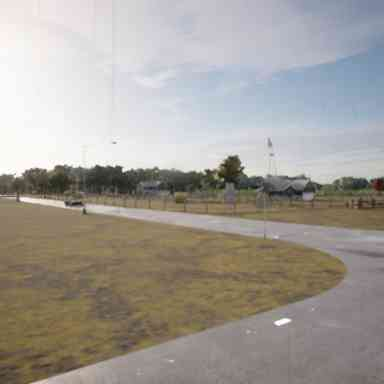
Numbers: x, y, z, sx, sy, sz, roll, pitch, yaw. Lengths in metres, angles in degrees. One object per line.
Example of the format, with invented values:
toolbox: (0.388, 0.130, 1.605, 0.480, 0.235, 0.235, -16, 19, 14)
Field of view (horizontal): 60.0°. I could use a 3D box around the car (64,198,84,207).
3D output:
car: (-17.920, 1.594, 50.521, 1.895, 1.301, 4.718, -1, 1, -35)
